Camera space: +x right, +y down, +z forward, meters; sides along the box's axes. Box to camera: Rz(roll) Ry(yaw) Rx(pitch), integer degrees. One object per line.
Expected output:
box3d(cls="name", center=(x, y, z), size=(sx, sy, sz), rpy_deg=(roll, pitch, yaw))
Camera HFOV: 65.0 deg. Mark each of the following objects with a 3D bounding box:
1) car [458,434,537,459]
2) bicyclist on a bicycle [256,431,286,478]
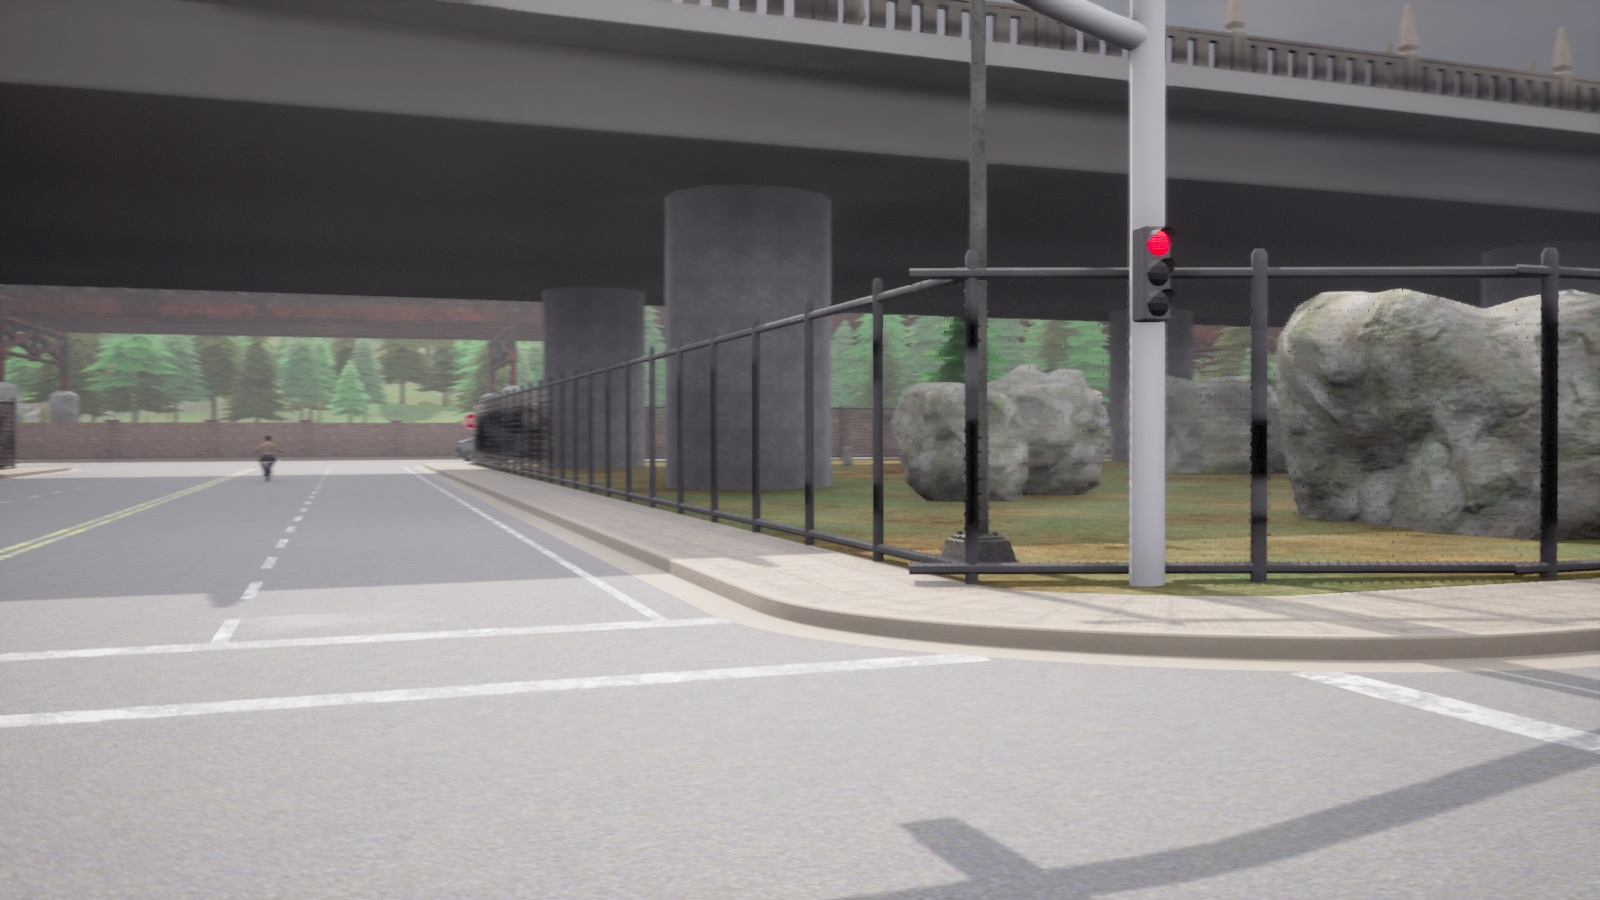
box3d(cls="car", center=(-18.240, -0.220, 75.706), size=(4.514, 1.525, 2.007), rpy_deg=(0, 1, -19))
box3d(cls="bicyclist on a bicycle", center=(-18.556, 0.159, 44.093), size=(0.866, 1.612, 1.509), rpy_deg=(0, 1, -19))
